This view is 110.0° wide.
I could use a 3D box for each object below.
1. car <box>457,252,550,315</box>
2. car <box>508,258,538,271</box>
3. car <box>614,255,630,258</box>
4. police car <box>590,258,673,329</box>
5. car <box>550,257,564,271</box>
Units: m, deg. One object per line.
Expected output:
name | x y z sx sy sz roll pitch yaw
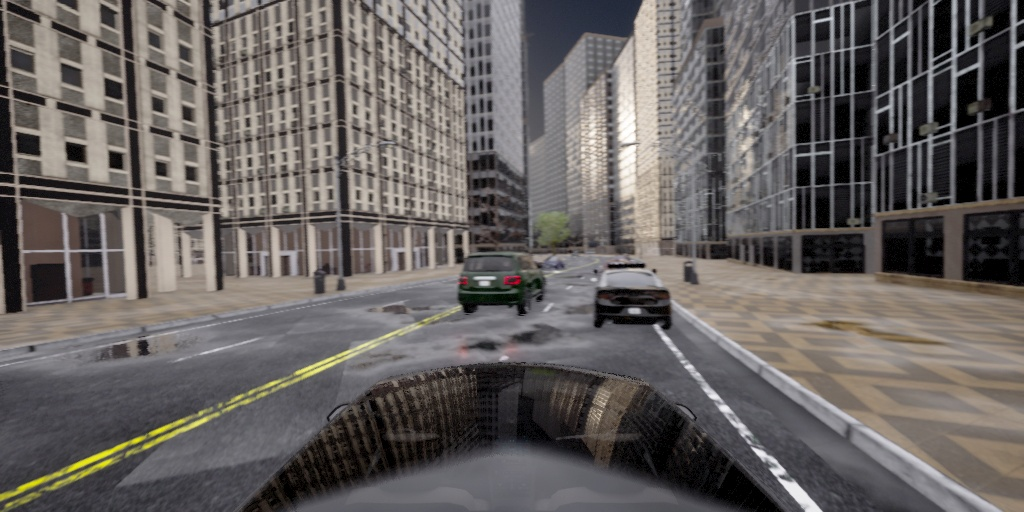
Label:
car | -0.163 0.870 13.250 2.150 2.045 5.566 -1 1 14
car | 1.284 0.949 40.391 1.895 1.301 4.718 -1 1 20
car | 5.900 0.936 20.066 1.882 1.535 5.008 -1 1 16
police car | 3.414 1.020 10.749 1.930 1.638 5.238 -1 1 14
car | 4.558 0.816 39.848 1.812 1.442 4.674 -1 1 20
